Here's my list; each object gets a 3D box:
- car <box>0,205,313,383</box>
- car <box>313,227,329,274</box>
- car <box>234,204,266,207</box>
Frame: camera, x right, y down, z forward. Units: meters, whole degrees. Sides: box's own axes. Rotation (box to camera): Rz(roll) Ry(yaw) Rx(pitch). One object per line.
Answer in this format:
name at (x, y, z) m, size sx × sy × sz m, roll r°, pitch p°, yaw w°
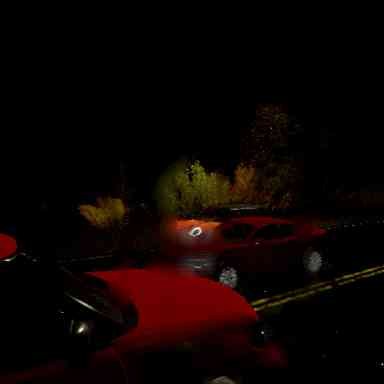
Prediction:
car at (-1.880, 1.225, 2.098) m, size 5.566 × 2.045 × 2.150 m, roll -1°, pitch 0°, yaw -35°
car at (1.533, 1.422, 8.747) m, size 5.008 × 1.535 × 1.882 m, roll -1°, pitch 0°, yaw -35°
car at (1.203, 1.279, 12.493) m, size 4.553 × 1.767 × 2.097 m, roll -1°, pitch 0°, yaw -35°
